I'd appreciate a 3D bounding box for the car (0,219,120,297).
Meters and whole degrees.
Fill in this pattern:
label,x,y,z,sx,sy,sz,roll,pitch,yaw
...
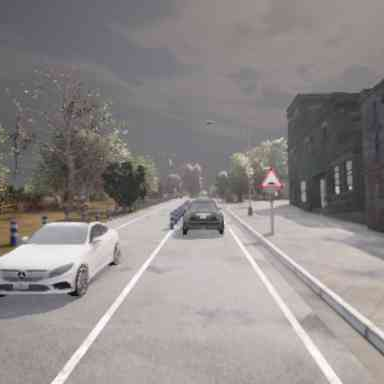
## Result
label,x,y,z,sx,sy,sz,roll,pitch,yaw
car,-3.141,1.468,8.558,1.812,1.442,4.674,0,0,2

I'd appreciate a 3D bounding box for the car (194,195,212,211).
label,x,y,z,sx,sy,sz,roll,pitch,yaw
car,1.203,1.209,37.123,1.837,1.490,4.892,-1,1,2

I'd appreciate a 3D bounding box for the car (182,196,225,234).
label,x,y,z,sx,sy,sz,roll,pitch,yaw
car,0.620,1.222,18.294,2.097,1.767,4.553,0,0,2
